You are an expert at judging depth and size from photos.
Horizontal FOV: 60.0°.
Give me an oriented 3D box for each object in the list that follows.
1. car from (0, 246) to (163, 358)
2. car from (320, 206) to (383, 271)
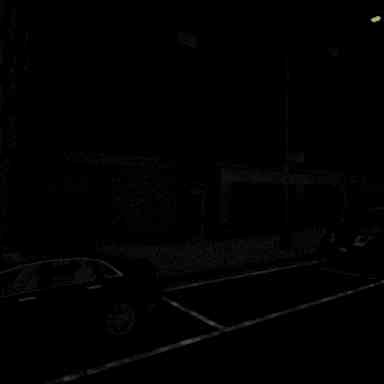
[{"bbox_3d":[-2.543,1.558,4.951,4.403,1.369,2.008,1,0,-35],"label":"car"},{"bbox_3d":[6.571,1.436,11.448,5.009,1.841,2.192,1,0,-35],"label":"car"}]
